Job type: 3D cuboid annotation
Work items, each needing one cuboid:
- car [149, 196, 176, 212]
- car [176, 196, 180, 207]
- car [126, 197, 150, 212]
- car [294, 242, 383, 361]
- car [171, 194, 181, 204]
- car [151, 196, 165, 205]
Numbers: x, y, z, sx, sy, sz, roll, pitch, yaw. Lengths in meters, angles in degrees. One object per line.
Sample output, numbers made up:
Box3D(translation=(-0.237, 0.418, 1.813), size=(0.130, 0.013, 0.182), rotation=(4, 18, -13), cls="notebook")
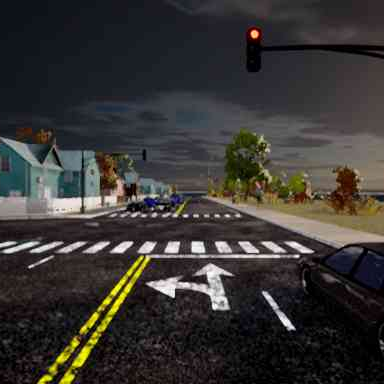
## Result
Box3D(translation=(-3.311, 1.529, 38.601), size=(2.128, 1.511, 4.902), rotation=(0, 0, 0), cls="car")
Box3D(translation=(-3.294, 1.657, 49.708), size=(1.895, 1.301, 4.718), rotation=(0, 0, 0), cls="car")
Box3D(translation=(-6.559, 1.640, 39.687), size=(1.895, 1.301, 4.718), rotation=(0, 0, 0), cls="car")
Box3D(translation=(3.358, 1.550, 5.472), size=(2.033, 1.411, 5.357), rotation=(0, 0, 0), cls="car")
Box3D(translation=(-3.232, 1.310, 64.589), size=(2.150, 2.045, 5.566), rotation=(0, 0, 1), cls="car")
Box3D(translation=(-6.492, 1.576, 63.263), size=(2.128, 1.511, 4.902), rotation=(0, 0, 1), cls="car")
